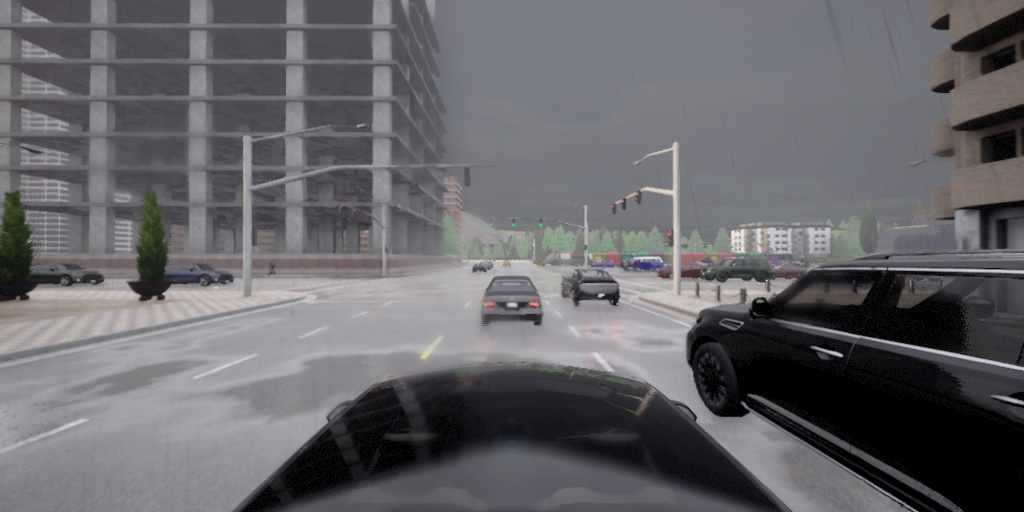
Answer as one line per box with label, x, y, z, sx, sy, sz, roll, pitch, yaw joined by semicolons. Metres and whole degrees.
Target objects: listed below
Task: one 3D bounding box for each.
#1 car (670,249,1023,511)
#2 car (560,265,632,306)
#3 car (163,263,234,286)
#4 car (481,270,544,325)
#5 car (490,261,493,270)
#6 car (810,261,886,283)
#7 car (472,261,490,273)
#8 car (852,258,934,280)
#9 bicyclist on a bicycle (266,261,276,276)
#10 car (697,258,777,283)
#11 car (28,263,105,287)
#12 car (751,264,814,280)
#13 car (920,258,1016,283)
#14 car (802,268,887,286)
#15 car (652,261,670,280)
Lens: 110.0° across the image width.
car;3.589;0.980;2.804;2.150;2.045;5.566;0;0;0
car;3.392;1.332;16.228;2.128;1.511;4.902;0;0;-1
car;-23.497;1.311;26.753;4.553;1.767;2.097;0;0;0
car;-0.036;1.360;12.006;2.033;1.411;5.357;0;0;-1
car;-4.551;1.580;59.780;1.882;1.535;5.008;0;0;0
car;28.858;1.332;30.896;4.553;1.767;2.097;0;0;0
car;-4.448;1.641;49.612;1.895;1.301;4.718;0;0;-1
car;36.504;1.222;34.457;5.566;2.045;2.150;0;0;-1
bicyclist on a bicycle;-25.987;1.333;38.713;0.582;1.620;1.656;0;0;0
car;19.217;1.202;30.818;5.566;2.045;2.150;0;0;0
car;-33.391;1.312;26.670;4.553;1.767;2.097;0;0;0
car;25.808;1.527;34.361;4.674;1.442;1.812;0;0;0
car;39.257;1.201;30.976;5.566;2.045;2.150;0;0;-1
car;25.067;1.558;27.165;4.718;1.301;1.895;0;0;0
car;16.497;1.479;34.293;5.008;1.535;1.882;0;0;0
